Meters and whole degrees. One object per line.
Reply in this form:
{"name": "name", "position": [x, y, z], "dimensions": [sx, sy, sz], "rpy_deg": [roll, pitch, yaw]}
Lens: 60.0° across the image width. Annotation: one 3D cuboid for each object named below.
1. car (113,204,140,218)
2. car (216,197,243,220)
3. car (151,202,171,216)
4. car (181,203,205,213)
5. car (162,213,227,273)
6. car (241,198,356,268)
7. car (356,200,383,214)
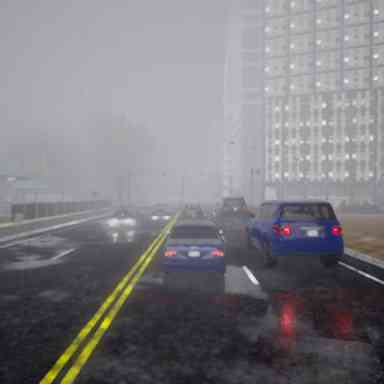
{"name": "car", "position": [-6.572, 1.876, 33.772], "dimensions": [1.895, 1.301, 4.718], "rpy_deg": [0, -1, 0]}
{"name": "car", "position": [3.336, 1.445, 28.047], "dimensions": [2.150, 2.045, 5.566], "rpy_deg": [0, -1, 0]}
{"name": "car", "position": [-3.304, 1.851, 37.003], "dimensions": [2.033, 1.411, 5.357], "rpy_deg": [0, -1, 0]}
{"name": "car", "position": [0.086, 1.726, 29.104], "dimensions": [2.128, 1.511, 4.902], "rpy_deg": [0, -1, 0]}
{"name": "car", "position": [0.073, 1.633, 10.915], "dimensions": [2.033, 1.411, 5.357], "rpy_deg": [0, 0, 0]}
{"name": "car", "position": [3.331, 1.307, 11.875], "dimensions": [2.150, 2.045, 5.566], "rpy_deg": [0, -2, 0]}
{"name": "car", "position": [23.021, 2.031, 46.005], "dimensions": [5.009, 1.841, 2.192], "rpy_deg": [0, 1, 20]}
